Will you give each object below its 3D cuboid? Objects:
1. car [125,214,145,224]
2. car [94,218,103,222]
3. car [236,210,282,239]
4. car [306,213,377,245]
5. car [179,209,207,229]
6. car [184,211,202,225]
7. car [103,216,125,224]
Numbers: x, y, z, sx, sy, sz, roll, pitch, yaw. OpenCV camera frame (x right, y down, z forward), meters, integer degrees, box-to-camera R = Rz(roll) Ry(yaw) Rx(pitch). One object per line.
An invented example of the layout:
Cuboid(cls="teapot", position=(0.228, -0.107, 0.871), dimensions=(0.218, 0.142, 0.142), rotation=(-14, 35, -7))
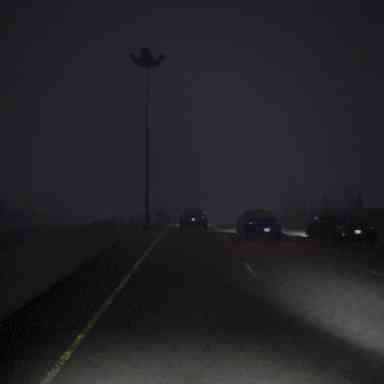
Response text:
Cuboid(cls="car", position=(-7.028, 3.624, 43.981), dimensions=(2.033, 1.411, 5.357), rotation=(0, -7, 0))
Cuboid(cls="car", position=(-14.018, 4.805, 52.442), dimensions=(1.895, 1.301, 4.718), rotation=(0, -8, 0))
Cuboid(cls="car", position=(3.592, 1.686, 18.256), dimensions=(1.812, 1.442, 4.674), rotation=(0, -1, 0))
Cuboid(cls="car", position=(7.094, 1.691, 16.229), dimensions=(1.994, 1.385, 4.181), rotation=(0, -1, 0))
Cuboid(cls="car", position=(0.091, 1.933, 24.533), dimensions=(1.994, 1.385, 4.181), rotation=(0, -3, 0))
Cuboid(cls="car", position=(0.085, 3.279, 41.570), dimensions=(2.163, 1.488, 4.792), rotation=(0, -7, 0))
Cuboid(cls="car", position=(-10.537, 4.033, 46.687), dimensions=(1.895, 1.301, 4.718), rotation=(0, -8, 1))
